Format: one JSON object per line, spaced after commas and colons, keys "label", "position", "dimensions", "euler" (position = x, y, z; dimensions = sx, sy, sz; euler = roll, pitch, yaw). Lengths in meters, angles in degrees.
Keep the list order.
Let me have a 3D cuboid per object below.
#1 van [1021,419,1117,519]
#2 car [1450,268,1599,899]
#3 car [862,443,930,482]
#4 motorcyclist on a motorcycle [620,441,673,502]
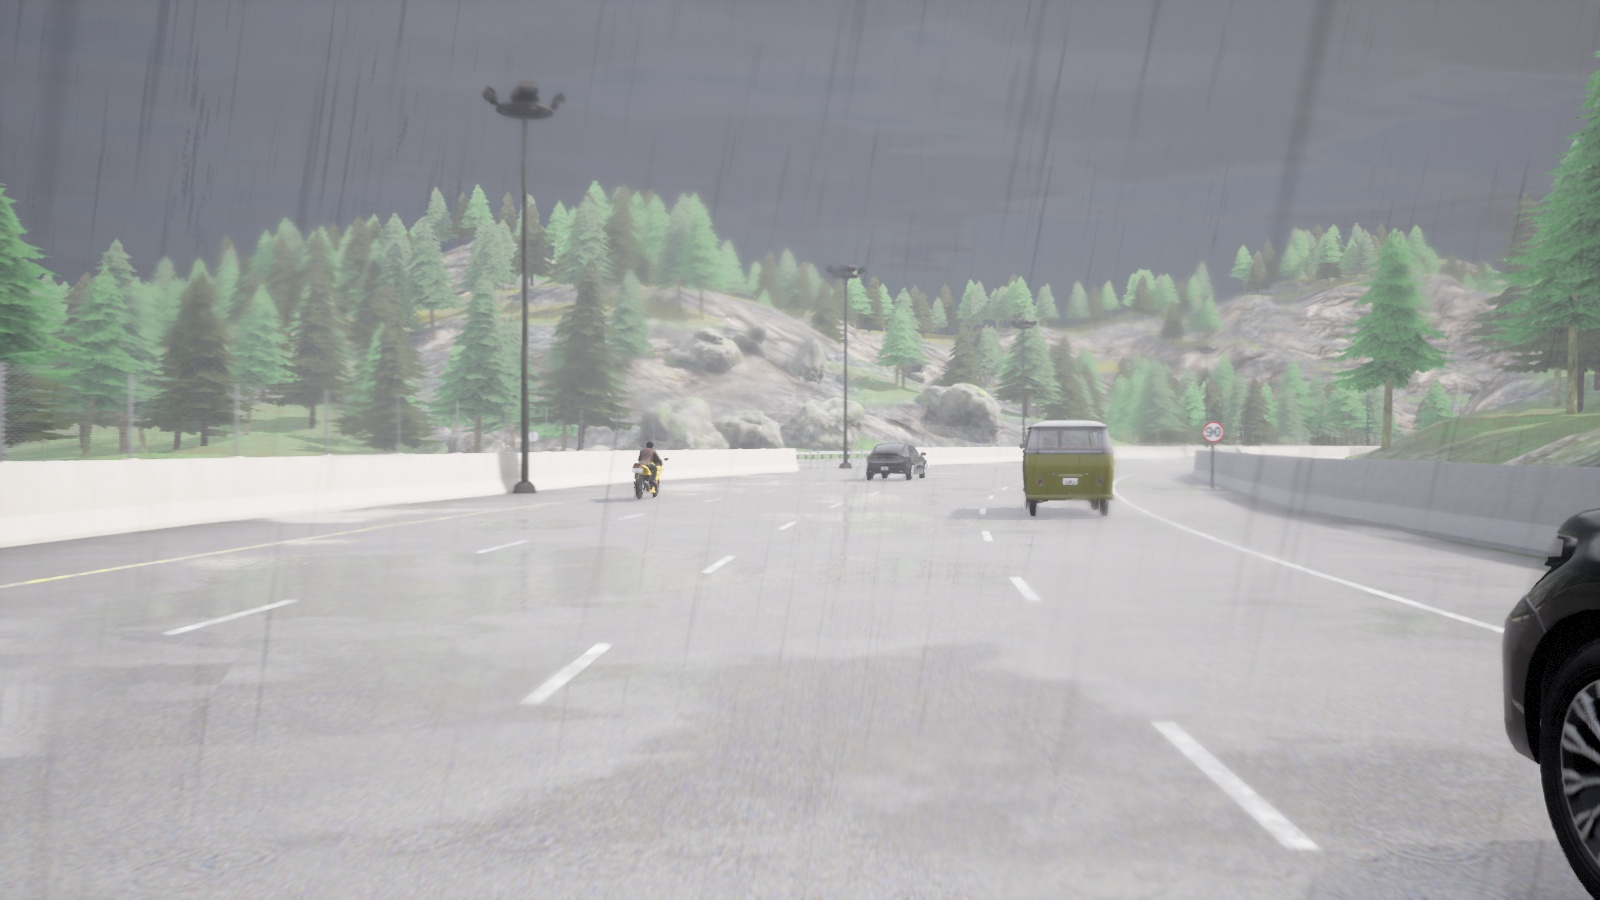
{"label": "van", "position": [5.752, 0.363, 27.281], "dimensions": [1.775, 1.987, 4.442], "euler": [0, 0, 9]}
{"label": "car", "position": [3.535, 0.463, 2.054], "dimensions": [2.150, 2.045, 5.566], "euler": [0, 0, 1]}
{"label": "car", "position": [3.995, 0.474, 51.626], "dimensions": [1.837, 1.490, 4.892], "euler": [0, 0, 16]}
{"label": "motorcyclist on a motorcycle", "position": [-3.993, 0.533, 32.897], "dimensions": [0.797, 1.523, 2.044], "euler": [1, 0, 10]}
